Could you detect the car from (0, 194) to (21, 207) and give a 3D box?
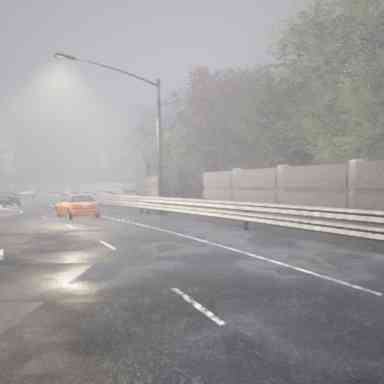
[{"bbox_3d":[-22.291,1.044,40.246,4.892,1.490,1.837,0,1,44],"label":"car"}]

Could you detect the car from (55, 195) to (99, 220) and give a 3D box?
[{"bbox_3d":[-8.438,0.988,24.138,2.097,1.767,4.553,-2,2,-36],"label":"car"}]
